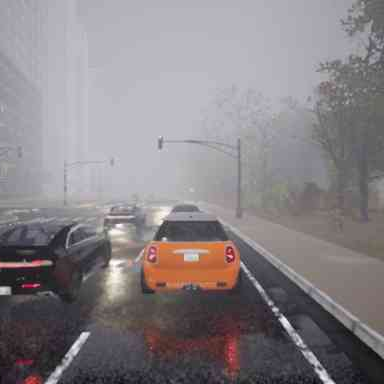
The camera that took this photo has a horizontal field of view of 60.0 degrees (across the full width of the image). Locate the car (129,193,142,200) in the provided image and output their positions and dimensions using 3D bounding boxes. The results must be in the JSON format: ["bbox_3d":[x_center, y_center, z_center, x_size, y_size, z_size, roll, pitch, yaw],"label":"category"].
[{"bbox_3d":[-10.874,1.039,63.843,2.097,1.767,4.553,0,0,-7],"label":"car"}]

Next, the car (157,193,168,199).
[{"bbox_3d":[-7.100,1.167,82.574,1.895,1.301,4.718,0,0,-10],"label":"car"}]

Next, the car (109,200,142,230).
[{"bbox_3d":[-3.580,1.409,18.402,2.128,1.511,4.902,0,0,-2],"label":"car"}]

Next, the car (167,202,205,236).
[{"bbox_3d":[-0.352,1.392,18.857,1.882,1.535,5.008,0,0,-1],"label":"car"}]

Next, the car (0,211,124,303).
[{"bbox_3d":[-3.272,1.456,8.082,2.128,1.511,4.902,0,0,-1],"label":"car"}]

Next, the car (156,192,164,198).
[{"bbox_3d":[-8.883,0.874,92.512,1.812,1.442,4.674,0,0,-10],"label":"car"}]

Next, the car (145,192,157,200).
[{"bbox_3d":[-10.233,1.058,81.626,1.882,1.535,5.008,0,0,-10],"label":"car"}]

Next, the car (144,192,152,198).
[{"bbox_3d":[-12.079,0.833,91.922,1.882,1.535,5.008,0,0,-10],"label":"car"}]

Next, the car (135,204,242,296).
[{"bbox_3d":[-0.039,1.313,8.740,2.097,1.767,4.553,0,0,-1],"label":"car"}]

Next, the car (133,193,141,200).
[{"bbox_3d":[-13.114,1.097,79.128,1.837,1.490,4.892,0,0,-9],"label":"car"}]
